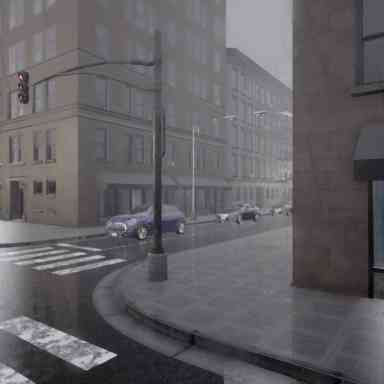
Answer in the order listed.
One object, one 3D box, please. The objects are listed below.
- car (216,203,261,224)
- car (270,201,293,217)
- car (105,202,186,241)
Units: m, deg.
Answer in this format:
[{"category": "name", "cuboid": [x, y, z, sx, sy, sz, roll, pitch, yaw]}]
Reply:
[{"category": "car", "cuboid": [3.681, 1.629, 25.951, 2.128, 1.511, 4.902, 0, 0, 36]}, {"category": "car", "cuboid": [9.729, 1.684, 34.450, 2.128, 1.511, 4.902, 0, 0, 35]}, {"category": "car", "cuboid": [-2.335, 1.432, 17.538, 2.097, 1.767, 4.553, 0, 0, 36]}]
